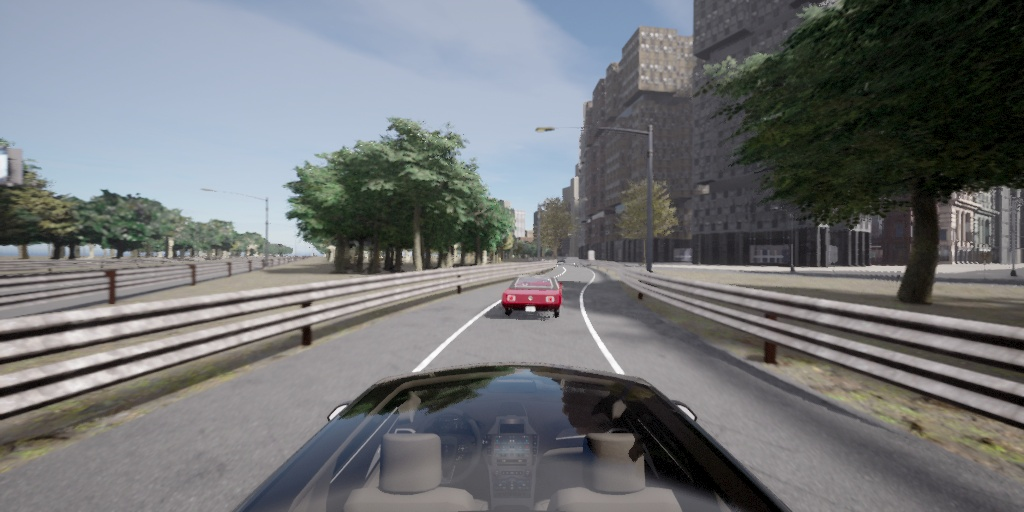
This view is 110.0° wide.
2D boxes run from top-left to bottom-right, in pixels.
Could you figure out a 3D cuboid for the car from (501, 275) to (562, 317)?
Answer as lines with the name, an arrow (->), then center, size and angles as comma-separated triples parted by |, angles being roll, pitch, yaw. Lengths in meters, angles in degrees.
car -> 0.911, 1.355, 13.321 | 1.895, 1.301, 4.718 | 0, 0, 8
